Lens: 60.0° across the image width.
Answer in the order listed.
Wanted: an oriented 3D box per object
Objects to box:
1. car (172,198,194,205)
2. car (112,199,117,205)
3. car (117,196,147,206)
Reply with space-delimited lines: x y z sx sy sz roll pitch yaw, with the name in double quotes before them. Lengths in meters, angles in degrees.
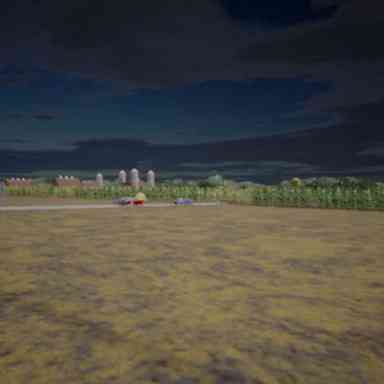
"car" -1.743 1.855 67.280 2.033 1.411 5.357 1 0 36
"car" -11.726 1.515 58.127 1.882 1.535 5.008 1 0 36
"car" -9.753 1.681 56.047 1.895 1.301 4.718 1 0 36
